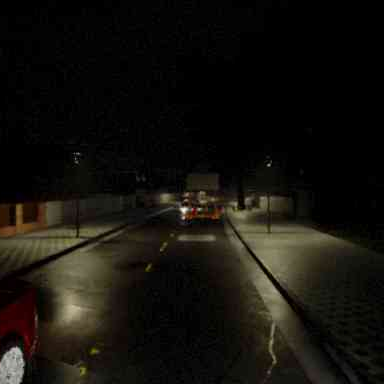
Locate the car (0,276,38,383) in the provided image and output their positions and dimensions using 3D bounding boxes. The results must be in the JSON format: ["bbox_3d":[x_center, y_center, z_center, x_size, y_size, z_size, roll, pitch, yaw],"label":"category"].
[{"bbox_3d":[-2.804,1.462,1.960,1.882,1.535,5.008,0,0,1],"label":"car"}]

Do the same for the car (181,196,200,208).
[{"bbox_3d":[-0.205,1.295,43.657,1.812,1.442,4.674,0,0,7],"label":"car"}]

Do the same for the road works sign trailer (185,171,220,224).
[{"bbox_3d":[0.769,0.337,23.391,2.380,3.560,2.880,0,0,4],"label":"road works sign trailer"}]
